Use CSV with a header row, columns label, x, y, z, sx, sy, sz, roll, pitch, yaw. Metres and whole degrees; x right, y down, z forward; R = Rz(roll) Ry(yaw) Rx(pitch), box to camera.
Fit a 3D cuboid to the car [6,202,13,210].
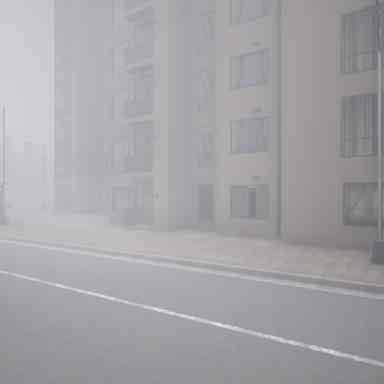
label,x,y,z,sx,sy,sz,roll,pitch,yaw
car,-22.936,1.436,37.642,2.128,1.511,4.902,0,0,34
